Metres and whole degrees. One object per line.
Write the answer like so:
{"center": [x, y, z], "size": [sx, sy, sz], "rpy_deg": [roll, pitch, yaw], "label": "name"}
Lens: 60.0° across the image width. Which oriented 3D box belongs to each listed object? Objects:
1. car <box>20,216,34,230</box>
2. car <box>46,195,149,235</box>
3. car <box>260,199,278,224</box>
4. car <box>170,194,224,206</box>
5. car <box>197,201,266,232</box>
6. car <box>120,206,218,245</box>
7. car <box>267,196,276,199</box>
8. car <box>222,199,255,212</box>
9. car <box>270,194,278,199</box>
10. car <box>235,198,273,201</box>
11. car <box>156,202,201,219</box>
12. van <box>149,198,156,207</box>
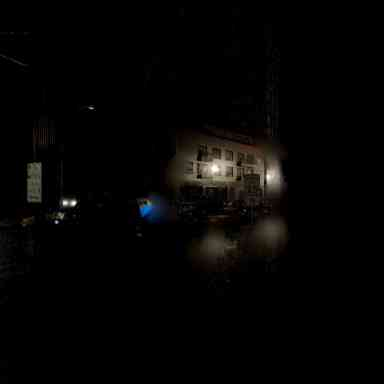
{"center": [-7.913, 1.514, 20.425], "size": [1.752, 1.417, 4.829], "rpy_deg": [0, 0, 36], "label": "car"}
{"center": [-5.407, 1.216, 19.507], "size": [2.150, 2.045, 5.566], "rpy_deg": [0, 0, 36], "label": "car"}
{"center": [5.855, 1.531, 24.883], "size": [1.752, 1.417, 4.829], "rpy_deg": [0, 0, 36], "label": "car"}
{"center": [0.682, 1.216, 27.890], "size": [2.150, 2.045, 5.566], "rpy_deg": [0, 0, 36], "label": "car"}
{"center": [2.526, 1.531, 20.294], "size": [1.752, 1.417, 4.829], "rpy_deg": [0, 0, 36], "label": "car"}
{"center": [-0.903, 1.555, 15.570], "size": [2.008, 1.369, 4.403], "rpy_deg": [0, 0, 36], "label": "car"}
{"center": [8.836, 1.544, 43.506], "size": [1.947, 1.339, 4.313], "rpy_deg": [0, 0, 36], "label": "car"}
{"center": [5.507, 1.549, 38.917], "size": [1.947, 1.339, 4.313], "rpy_deg": [0, 0, 36], "label": "car"}
{"center": [12.167, 1.288, 48.094], "size": [2.192, 1.841, 5.009], "rpy_deg": [0, 0, 36], "label": "car"}
{"center": [6.751, 1.590, 36.238], "size": [1.895, 1.301, 4.718], "rpy_deg": [0, 0, 36], "label": "car"}
{"center": [-1.153, 1.572, 29.741], "size": [1.802, 1.307, 4.206], "rpy_deg": [0, 0, 36], "label": "car"}
{"center": [-4.483, 1.331, 25.151], "size": [1.690, 1.788, 3.998], "rpy_deg": [0, 0, 36], "label": "van"}
